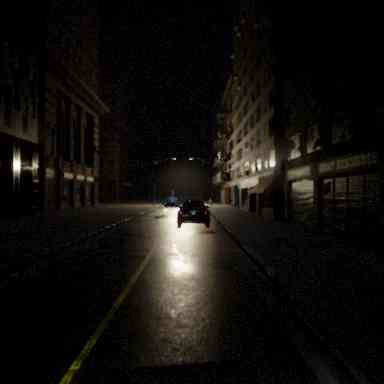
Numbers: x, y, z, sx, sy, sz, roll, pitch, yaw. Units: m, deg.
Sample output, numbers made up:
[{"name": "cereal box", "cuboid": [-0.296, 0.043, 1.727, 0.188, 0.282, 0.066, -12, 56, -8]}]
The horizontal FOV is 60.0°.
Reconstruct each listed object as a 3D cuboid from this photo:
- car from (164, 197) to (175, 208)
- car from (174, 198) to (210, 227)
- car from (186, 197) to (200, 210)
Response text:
[{"name": "car", "cuboid": [-2.992, 1.536, 49.350, 1.882, 1.535, 5.008, 0, 0, 0]}, {"name": "car", "cuboid": [0.104, 1.362, 23.028, 2.097, 1.767, 4.553, 0, 0, 0]}, {"name": "car", "cuboid": [0.108, 1.527, 45.467, 1.882, 1.535, 5.008, 0, 0, 0]}]
